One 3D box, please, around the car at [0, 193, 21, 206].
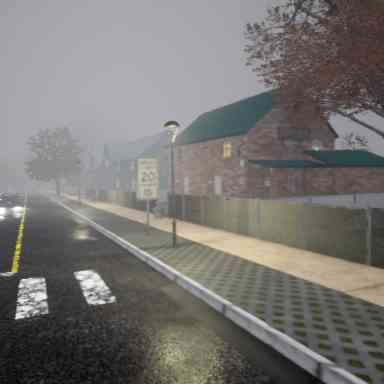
[{"bbox_3d":[-19.603,0.771,35.993,1.895,1.301,4.718,-2,2,-26],"label":"car"}]
